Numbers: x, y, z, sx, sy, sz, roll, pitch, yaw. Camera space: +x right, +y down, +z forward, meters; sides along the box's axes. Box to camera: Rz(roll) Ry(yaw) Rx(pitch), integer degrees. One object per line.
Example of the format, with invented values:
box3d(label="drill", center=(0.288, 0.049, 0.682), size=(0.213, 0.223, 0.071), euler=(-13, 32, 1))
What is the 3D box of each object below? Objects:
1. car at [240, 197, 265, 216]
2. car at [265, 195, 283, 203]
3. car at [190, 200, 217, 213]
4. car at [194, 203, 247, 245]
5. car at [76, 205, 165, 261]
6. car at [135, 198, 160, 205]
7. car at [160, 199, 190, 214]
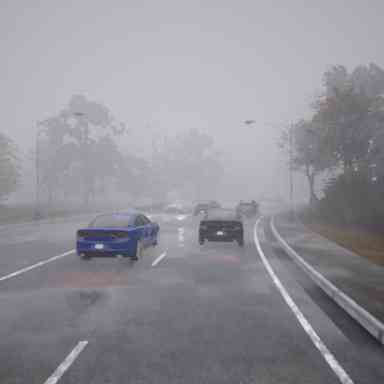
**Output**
box3d(label="car", center=(5.668, 1.531, 33.288), size=(2.128, 1.511, 4.902), euler=(0, 0, 18))
box3d(label="car", center=(17.886, 1.429, 71.535), size=(2.097, 1.767, 4.553), euler=(0, 0, 36))
box3d(label="car", center=(1.587, 1.522, 31.968), size=(1.837, 1.490, 4.892), euler=(0, 0, 16))
box3d(label="car", center=(1.483, 1.491, 15.704), size=(1.882, 1.535, 5.008), euler=(0, 0, 8))
box3d(label="car", center=(-2.507, 1.473, 12.378), size=(1.882, 1.535, 5.008), euler=(0, 0, 6))
box3d(label="car", center=(-4.574, 1.461, 36.356), size=(1.882, 1.535, 5.008), euler=(0, 0, 18))
box3d(label="car", center=(-1.309, 1.527, 35.071), size=(1.812, 1.442, 4.674), euler=(0, 0, 18))
